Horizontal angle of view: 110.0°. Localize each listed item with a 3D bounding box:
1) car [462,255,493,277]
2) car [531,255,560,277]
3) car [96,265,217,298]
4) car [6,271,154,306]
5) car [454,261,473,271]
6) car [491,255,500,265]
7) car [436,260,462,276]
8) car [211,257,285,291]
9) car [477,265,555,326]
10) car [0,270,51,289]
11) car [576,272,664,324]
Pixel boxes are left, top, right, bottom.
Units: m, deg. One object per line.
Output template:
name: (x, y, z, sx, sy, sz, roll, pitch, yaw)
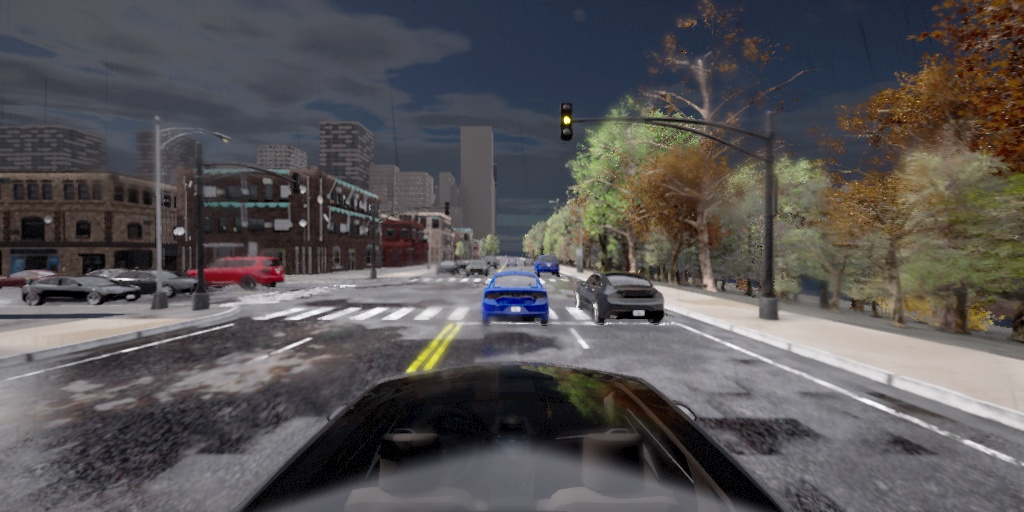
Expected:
car: (-3.347, 1.078, 35.750, 2.097, 1.767, 4.553, 0, 0, 0)
car: (3.344, 0.947, 35.208, 2.150, 2.045, 5.566, 0, 0, 0)
car: (-19.344, 1.461, 19.408, 4.892, 1.490, 1.837, -1, 1, -2)
car: (-19.950, 1.557, 16.727, 4.313, 1.339, 1.948, 0, 0, 0)
car: (-6.581, 1.315, 49.192, 1.895, 1.301, 4.718, 0, 0, 1)
car: (-3.319, 0.934, 53.171, 2.150, 2.045, 5.566, 0, 0, 1)
car: (-6.594, 1.201, 37.583, 1.882, 1.535, 5.008, 0, 0, 0)
car: (-17.471, 1.125, 22.684, 5.566, 2.045, 2.150, -1, 1, 0)
car: (0.100, 1.221, 11.751, 1.882, 1.535, 5.008, 0, 0, 0)
car: (-33.819, 1.643, 25.244, 4.207, 1.307, 1.802, 0, 0, 0)
car: (3.349, 1.249, 11.874, 1.837, 1.490, 4.892, 0, 0, 0)
